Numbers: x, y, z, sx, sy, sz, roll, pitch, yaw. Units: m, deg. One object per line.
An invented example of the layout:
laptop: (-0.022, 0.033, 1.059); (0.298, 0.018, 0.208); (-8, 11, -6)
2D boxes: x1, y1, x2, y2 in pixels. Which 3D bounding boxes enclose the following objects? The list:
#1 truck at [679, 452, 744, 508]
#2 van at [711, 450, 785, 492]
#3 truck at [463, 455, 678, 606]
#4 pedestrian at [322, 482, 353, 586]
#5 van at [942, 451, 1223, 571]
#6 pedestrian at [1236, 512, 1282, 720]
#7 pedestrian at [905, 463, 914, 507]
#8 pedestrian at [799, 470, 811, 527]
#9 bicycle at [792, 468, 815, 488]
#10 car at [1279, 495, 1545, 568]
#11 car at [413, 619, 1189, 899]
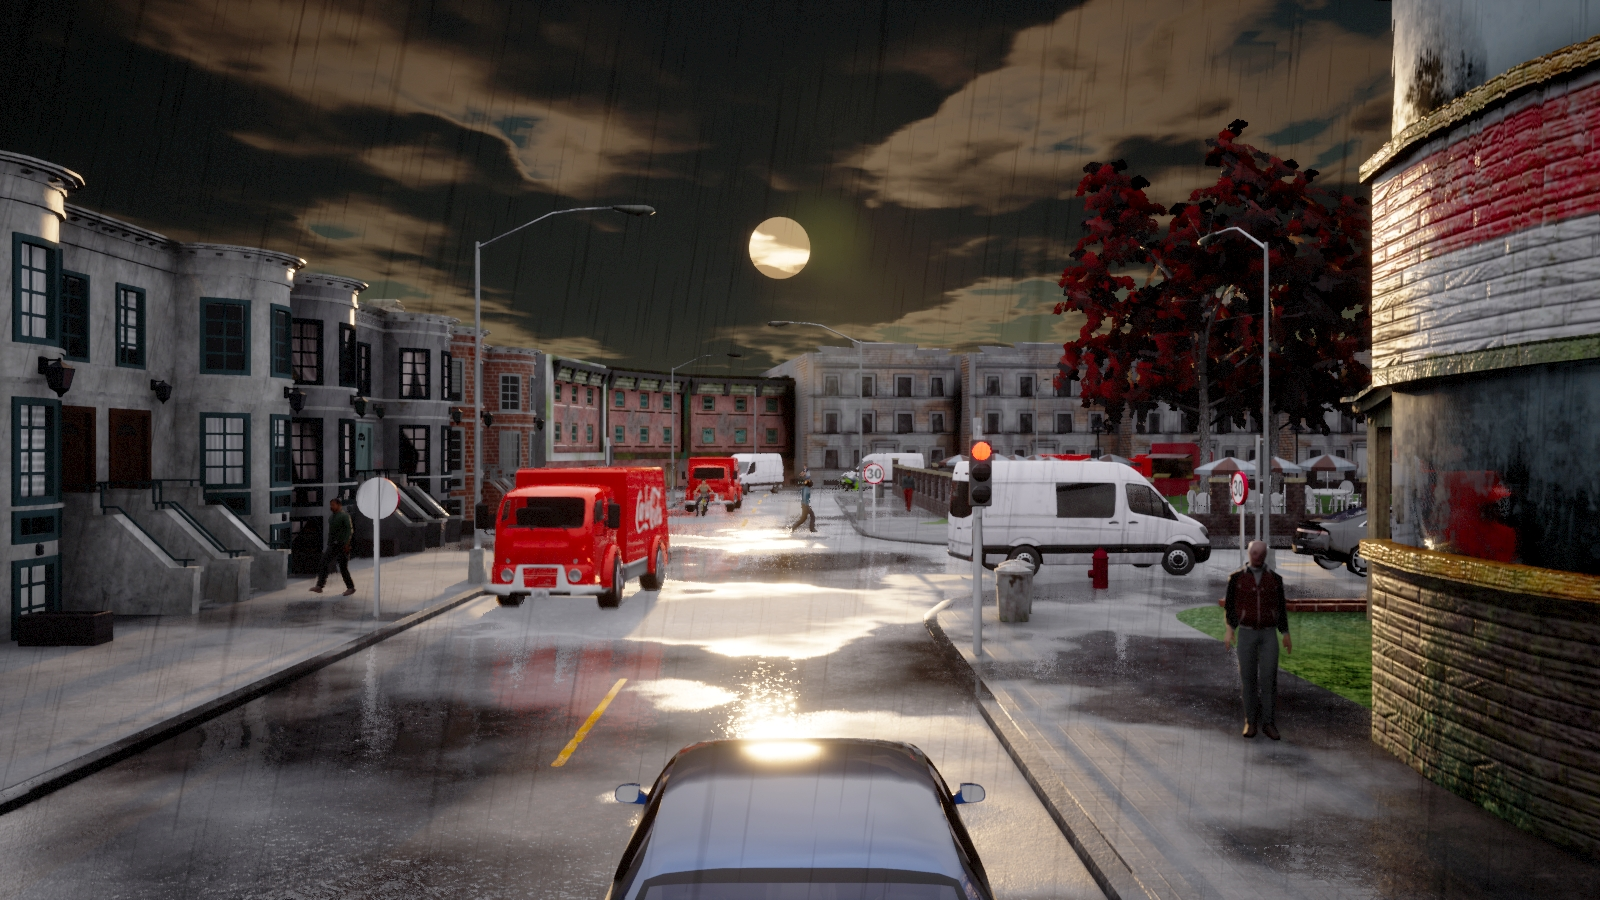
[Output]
truck: (-4.030, 1.328, 52.854); (2.627, 2.467, 5.204); (0, 0, 0)
van: (-3.214, 1.289, 72.299); (1.988, 2.561, 5.915); (0, 0, 28)
truck: (-4.103, 1.338, 21.566); (2.627, 2.467, 5.204); (0, 0, 5)
pedestrian: (-8.411, 1.518, 20.777); (0.375, 1.860, 0.375); (0, 0, 27)
van: (6.389, 1.304, 26.031); (5.915, 2.561, 1.988); (0, 0, -11)
pedestrian: (4.254, 1.521, 10.607); (0.375, 1.860, 0.375); (0, 0, 18)
pedestrian: (4.698, 1.507, 49.183); (0.375, 1.860, 0.375); (0, 0, 3)
pedestrian: (0.178, 1.614, 38.094); (0.375, 1.860, 0.375); (0, 0, 5)
bicycle: (0.259, 1.909, 77.024); (1.643, 1.296, 0.373); (0, 0, -36)
car: (13.778, 1.817, 25.951); (4.902, 1.511, 2.128); (0, 0, -1)
car: (-0.001, 1.884, 5.268); (2.033, 1.411, 5.357); (0, 0, 0)
